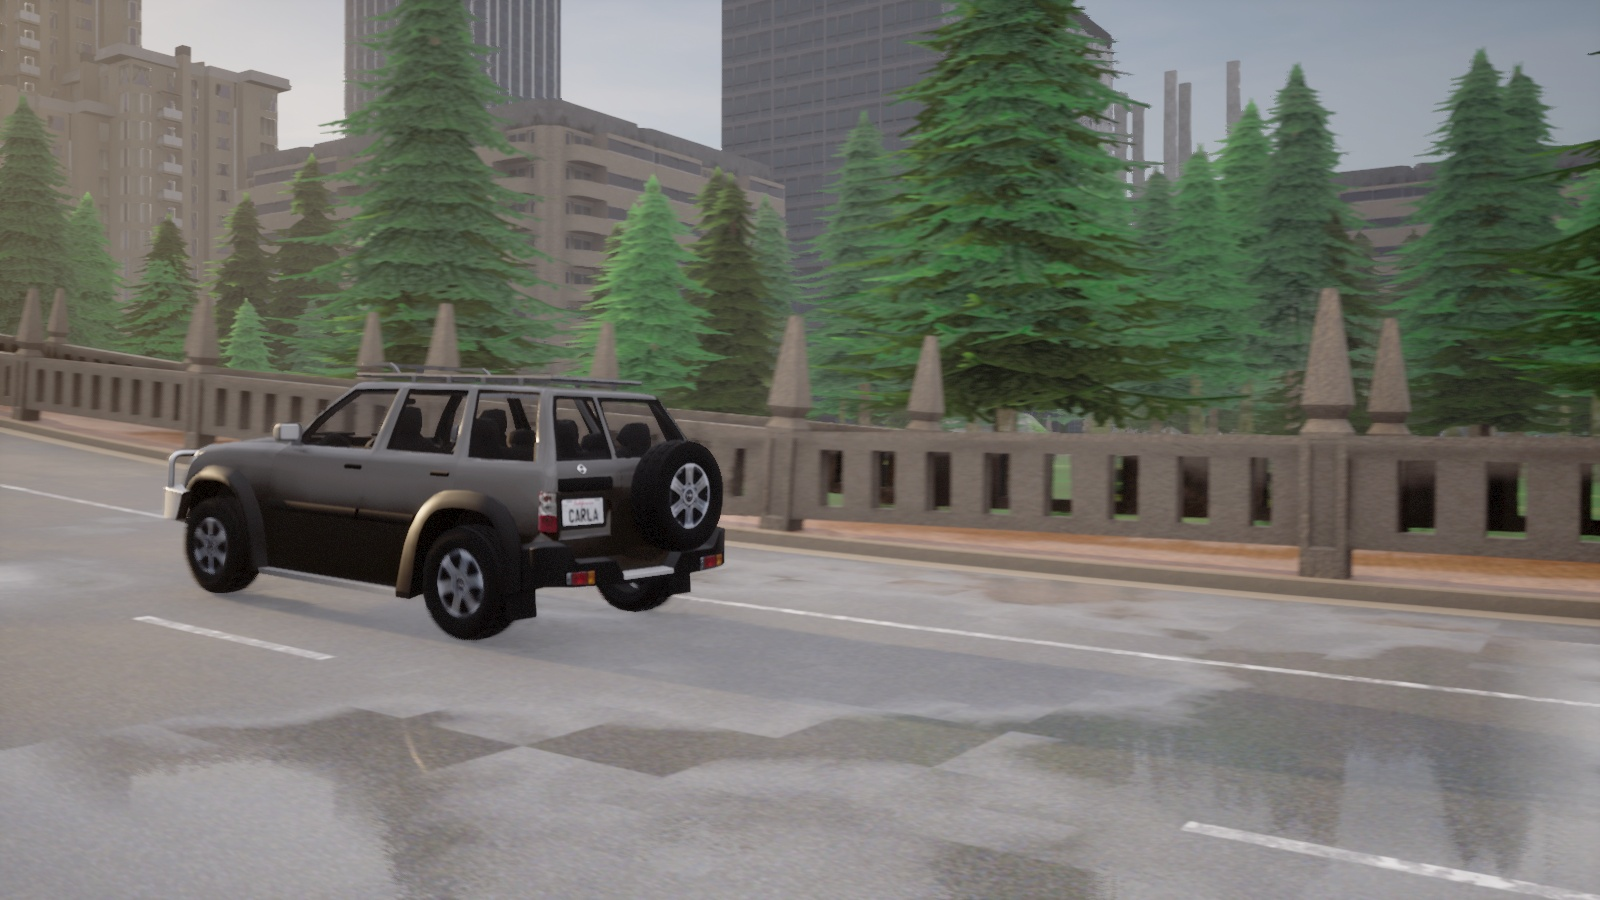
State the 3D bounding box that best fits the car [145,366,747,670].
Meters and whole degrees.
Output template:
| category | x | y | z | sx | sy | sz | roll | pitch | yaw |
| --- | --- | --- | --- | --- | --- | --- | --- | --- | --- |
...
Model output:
| category | x | y | z | sx | sy | sz | roll | pitch | yaw |
| --- | --- | --- | --- | --- | --- | --- | --- | --- | --- |
| car | -2.857 | 0.333 | 9.717 | 4.605 | 1.855 | 1.932 | 2 | 2 | 34 |
